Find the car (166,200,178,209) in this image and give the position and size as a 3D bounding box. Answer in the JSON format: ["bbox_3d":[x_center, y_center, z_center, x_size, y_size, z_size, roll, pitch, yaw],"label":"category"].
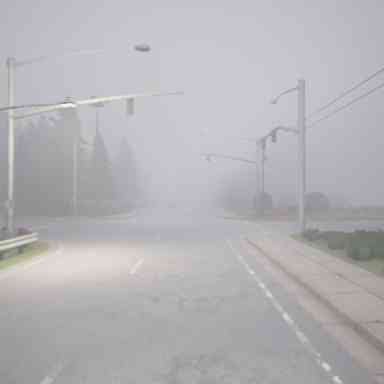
[{"bbox_3d":[-3.530,2.200,59.711,2.033,1.411,5.357,0,-1,0],"label":"car"}]
